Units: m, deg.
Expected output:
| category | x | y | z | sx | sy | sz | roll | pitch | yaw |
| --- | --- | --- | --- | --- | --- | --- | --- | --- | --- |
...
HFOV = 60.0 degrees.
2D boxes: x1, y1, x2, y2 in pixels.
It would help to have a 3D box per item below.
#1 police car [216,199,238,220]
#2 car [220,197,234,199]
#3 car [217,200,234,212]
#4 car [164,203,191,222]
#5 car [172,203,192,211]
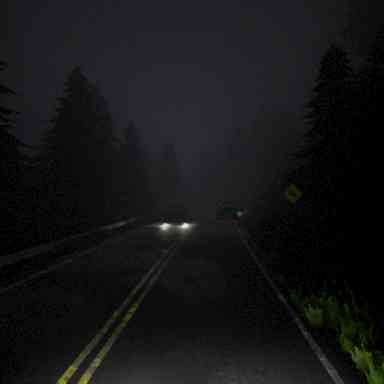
| category | x | y | z | sx | sy | sz | roll | pitch | yaw |
| --- | --- | --- | --- | --- | --- | --- | --- | --- | --- |
| police car | 3.320 | 1.738 | 31.620 | 1.930 | 1.638 | 5.238 | 0 | -1 | 6 |
| car | 4.345 | 1.639 | 41.531 | 2.150 | 2.045 | 5.566 | 0 | -1 | 6 |
| car | 4.766 | 2.005 | 47.770 | 1.837 | 1.490 | 4.892 | 1 | -1 | 0 |
| car | -1.199 | 1.760 | 29.209 | 1.882 | 1.535 | 5.008 | 0 | -1 | 6 |
| car | -2.104 | 3.195 | 68.288 | 1.994 | 1.385 | 4.181 | 4 | -8 | -35 |
